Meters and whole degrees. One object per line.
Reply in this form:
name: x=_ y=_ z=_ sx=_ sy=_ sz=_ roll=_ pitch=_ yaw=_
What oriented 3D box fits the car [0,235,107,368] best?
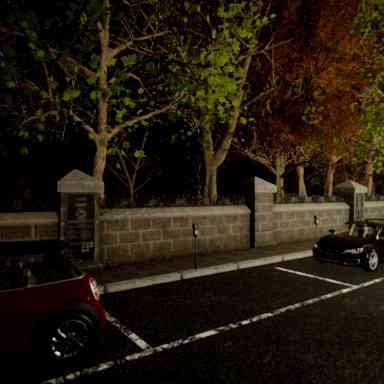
car: x=-3.313 y=1.440 z=4.196 sx=4.097 sy=1.590 sz=1.967 roll=0 pitch=0 yaw=-35

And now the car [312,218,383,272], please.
car: x=5.663 y=1.556 z=10.683 sx=4.403 sy=1.369 sz=2.008 roll=0 pitch=0 yaw=-35
